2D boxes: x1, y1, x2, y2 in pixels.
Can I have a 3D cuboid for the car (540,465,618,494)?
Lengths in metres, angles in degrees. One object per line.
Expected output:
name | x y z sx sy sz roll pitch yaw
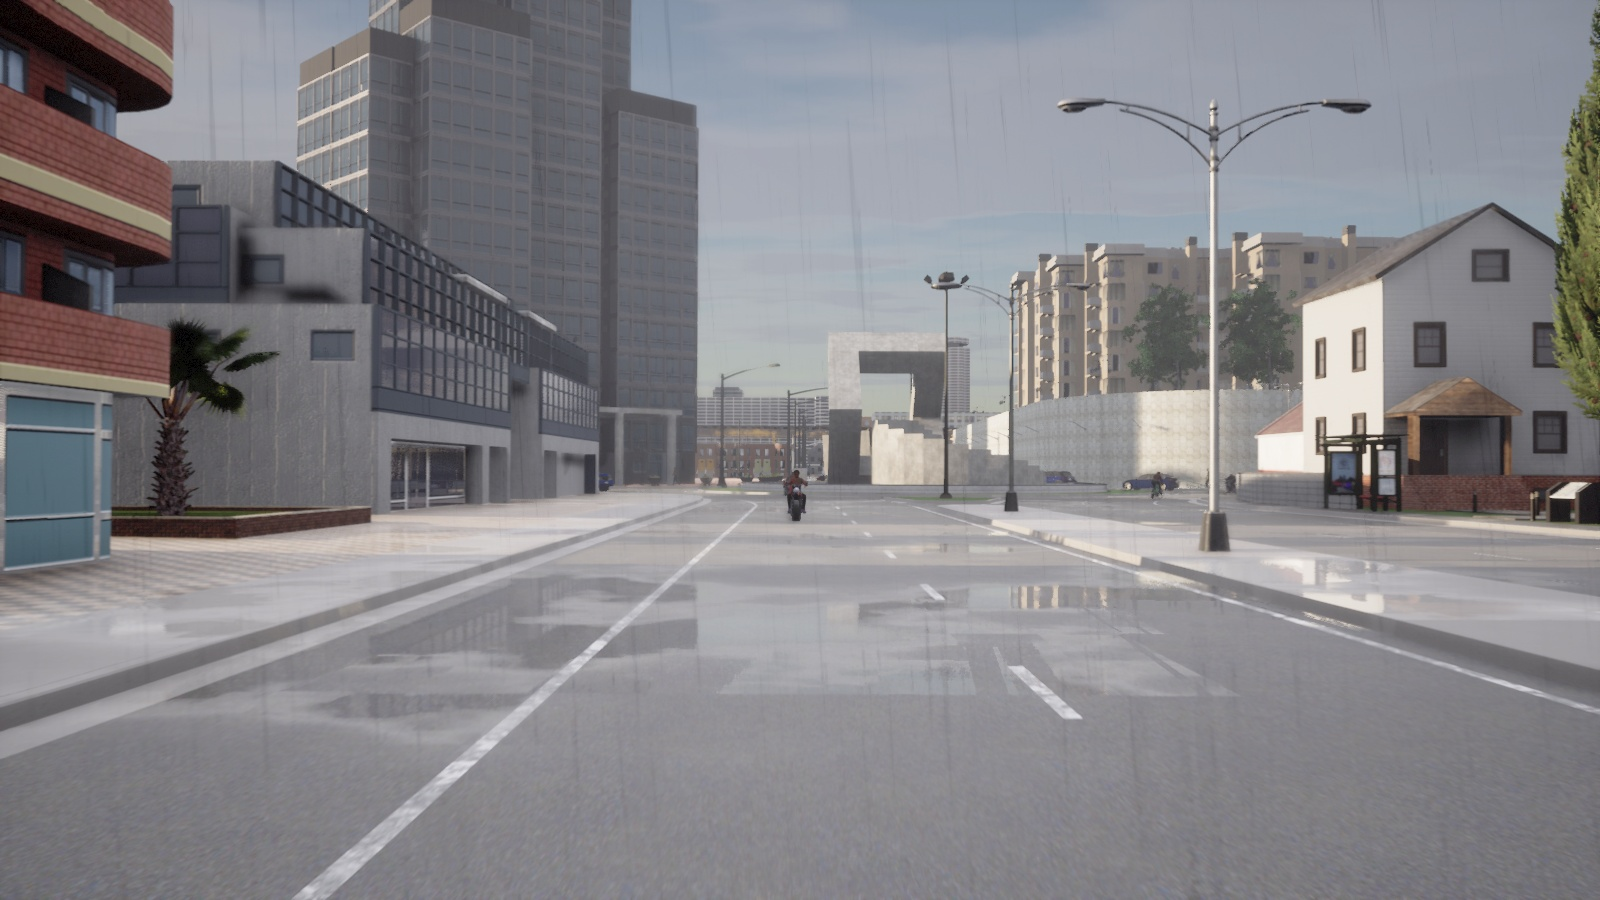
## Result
car | -16.029 2.119 90.867 5.566 2.045 2.150 -1 -1 33

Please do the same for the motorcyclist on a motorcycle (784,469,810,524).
motorcyclist on a motorcycle | -0.095 1.422 39.237 0.766 1.649 2.350 0 -1 0
